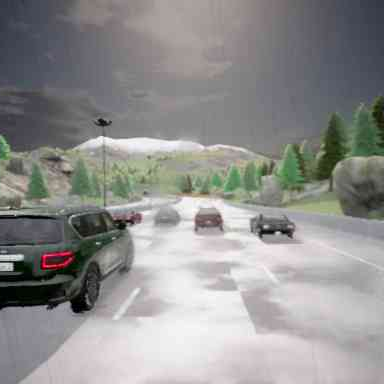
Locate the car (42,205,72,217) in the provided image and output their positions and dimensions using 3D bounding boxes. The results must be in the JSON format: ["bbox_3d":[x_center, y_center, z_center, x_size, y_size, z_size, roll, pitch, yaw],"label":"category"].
[{"bbox_3d":[-18.999,2.695,47.062,1.882,1.535,5.008,-1,-2,3],"label":"car"}]

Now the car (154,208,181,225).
[{"bbox_3d":[-2.107,2.115,29.042,1.994,1.385,4.181,-1,-1,2],"label":"car"}]

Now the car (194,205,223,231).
[{"bbox_3d":[1.166,1.865,23.636,1.882,1.535,5.008,-1,-2,2],"label":"car"}]

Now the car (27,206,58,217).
[{"bbox_3d":[-22.345,2.882,50.012,2.033,1.411,5.357,-1,-1,3],"label":"car"}]

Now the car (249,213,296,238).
[{"bbox_3d":[4.483,1.852,19.216,1.895,1.301,4.718,-1,-1,2],"label":"car"}]

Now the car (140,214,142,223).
[{"bbox_3d":[-5.612,2.196,28.958,1.895,1.301,4.718,-1,-1,2],"label":"car"}]

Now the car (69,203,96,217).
[{"bbox_3d":[-15.486,2.529,47.311,2.097,1.767,4.553,-1,-1,3],"label":"car"}]

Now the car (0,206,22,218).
[{"bbox_3d":[-26.034,2.772,46.519,1.882,1.535,5.008,-1,-2,3],"label":"car"}]

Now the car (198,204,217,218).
[{"bbox_3d":[1.867,2.268,40.173,2.128,1.511,4.902,-1,-1,2],"label":"car"}]

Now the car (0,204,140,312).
[{"bbox_3d":[-2.993,1.376,8.187,2.150,2.045,5.566,-1,-1,2],"label":"car"}]
